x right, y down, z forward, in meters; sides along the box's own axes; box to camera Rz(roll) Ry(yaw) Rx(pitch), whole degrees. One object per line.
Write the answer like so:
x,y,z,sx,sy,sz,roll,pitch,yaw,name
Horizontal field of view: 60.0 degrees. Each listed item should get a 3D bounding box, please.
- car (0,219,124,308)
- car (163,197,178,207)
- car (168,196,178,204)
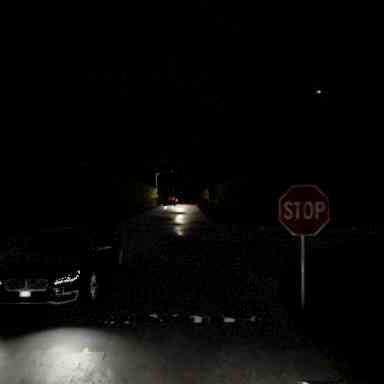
-2.906,1.489,8.125,1.837,1.490,4.892,0,0,-1,car
-3.822,1.790,56.308,1.994,1.385,4.181,0,-1,-1,car
-4.172,1.833,74.759,2.097,1.767,4.553,0,-1,-1,car
